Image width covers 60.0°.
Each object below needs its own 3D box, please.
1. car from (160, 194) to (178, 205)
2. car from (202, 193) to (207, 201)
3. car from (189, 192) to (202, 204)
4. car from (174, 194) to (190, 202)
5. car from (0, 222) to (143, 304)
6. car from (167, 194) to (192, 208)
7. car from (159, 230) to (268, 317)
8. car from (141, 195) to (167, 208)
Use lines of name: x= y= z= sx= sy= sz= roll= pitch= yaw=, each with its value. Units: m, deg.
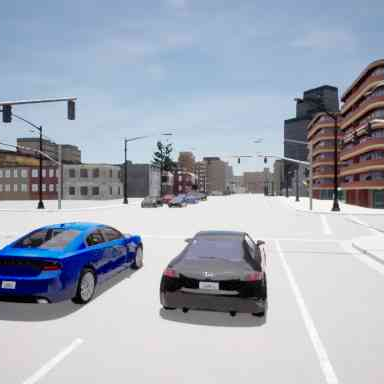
car: x=-3.781 y=1.226 z=55.464 sx=1.882 sy=1.535 sz=5.008 roll=0 pitch=1 yaw=11
car: x=1.890 y=1.052 z=66.101 sx=1.837 sy=1.490 sz=4.892 roll=0 pitch=1 yaw=12
car: x=-0.072 y=1.249 z=56.279 sx=1.812 sy=1.442 sz=4.674 roll=0 pitch=1 yaw=11
car: x=-1.872 y=1.125 z=65.114 sx=2.033 sy=1.411 sz=5.357 roll=0 pitch=1 yaw=11
car: x=-2.745 y=1.478 z=8.271 sx=1.882 sy=1.535 sz=5.008 roll=0 pitch=0 yaw=11
car: x=-1.909 y=1.409 z=46.874 sx=2.033 sy=1.411 sz=5.357 roll=0 pitch=1 yaw=11
car: x=0.692 y=1.564 z=7.624 sx=1.994 sy=1.385 sz=4.181 roll=0 pitch=0 yaw=12
car: x=-5.545 y=1.230 z=46.498 sx=2.097 sy=1.767 sz=4.553 roll=0 pitch=1 yaw=11
